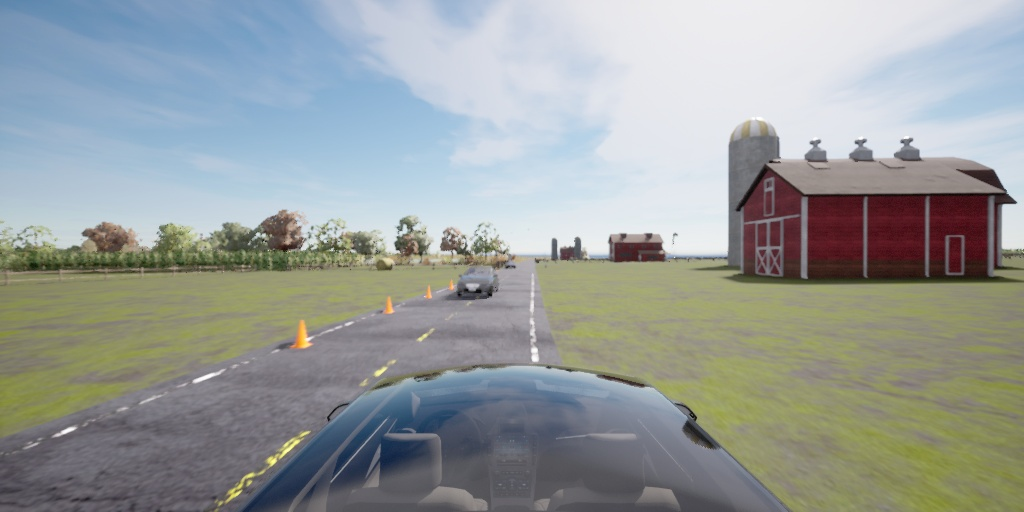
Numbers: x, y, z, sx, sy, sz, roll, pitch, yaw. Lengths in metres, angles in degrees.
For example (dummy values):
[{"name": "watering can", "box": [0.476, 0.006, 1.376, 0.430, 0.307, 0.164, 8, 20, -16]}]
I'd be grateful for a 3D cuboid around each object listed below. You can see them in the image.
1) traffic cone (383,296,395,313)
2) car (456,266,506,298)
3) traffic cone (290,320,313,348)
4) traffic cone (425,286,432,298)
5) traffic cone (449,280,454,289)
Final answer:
[{"name": "traffic cone", "box": [-4.509, 1.762, 13.133, 0.340, 0.580, 0.340, 0, 0, 3]}, {"name": "car", "box": [-1.748, 1.342, 19.550, 2.128, 1.511, 4.902, 0, 0, 3]}, {"name": "traffic cone", "box": [-4.736, 1.733, 8.077, 0.340, 0.580, 0.340, 0, 0, 2]}, {"name": "traffic cone", "box": [-4.213, 1.791, 18.129, 0.340, 0.580, 0.340, 0, 0, 3]}, {"name": "traffic cone", "box": [-3.917, 1.821, 23.120, 0.340, 0.580, 0.340, 0, 0, 3]}]
